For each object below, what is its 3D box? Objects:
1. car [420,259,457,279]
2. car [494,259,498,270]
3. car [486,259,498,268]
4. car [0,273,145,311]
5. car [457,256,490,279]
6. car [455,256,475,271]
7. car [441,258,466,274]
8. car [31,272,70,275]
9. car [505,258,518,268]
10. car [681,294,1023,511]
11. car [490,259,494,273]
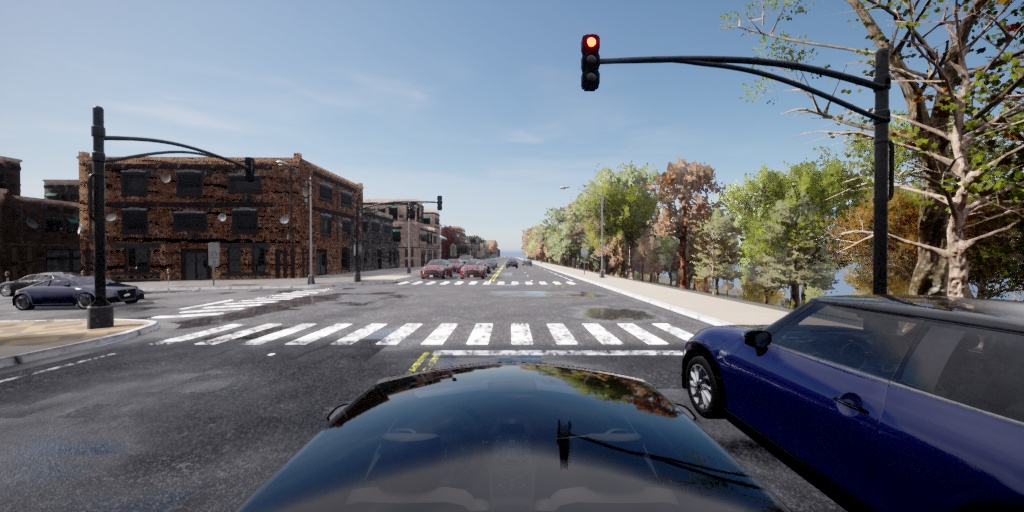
[{"bbox_3d":[-6.694,1.098,32.249,2.097,1.767,4.553,0,0,2],"label":"car"},{"bbox_3d":[-3.428,1.309,51.330,1.994,1.385,4.181,0,0,1],"label":"car"},{"bbox_3d":[-3.436,1.249,61.644,1.837,1.490,4.892,0,0,0],"label":"car"},{"bbox_3d":[-19.350,1.604,16.127,4.181,1.385,1.994,-1,1,-1],"label":"car"},{"bbox_3d":[-3.380,1.098,32.234,2.097,1.767,4.553,0,0,0],"label":"car"},{"bbox_3d":[-6.691,0.966,51.613,2.150,2.045,5.566,0,0,0],"label":"car"},{"bbox_3d":[-6.657,1.097,41.052,2.097,1.767,4.553,0,0,0],"label":"car"},{"bbox_3d":[-28.331,1.671,21.867,4.403,1.370,2.007,0,0,-1],"label":"car"},{"bbox_3d":[-0.015,1.248,58.818,1.837,1.490,4.892,0,0,0],"label":"car"},{"bbox_3d":[3.350,1.102,3.041,2.097,1.767,4.553,0,0,0],"label":"car"},{"bbox_3d":[-3.408,1.223,41.332,1.882,1.535,5.008,0,0,0],"label":"car"}]
